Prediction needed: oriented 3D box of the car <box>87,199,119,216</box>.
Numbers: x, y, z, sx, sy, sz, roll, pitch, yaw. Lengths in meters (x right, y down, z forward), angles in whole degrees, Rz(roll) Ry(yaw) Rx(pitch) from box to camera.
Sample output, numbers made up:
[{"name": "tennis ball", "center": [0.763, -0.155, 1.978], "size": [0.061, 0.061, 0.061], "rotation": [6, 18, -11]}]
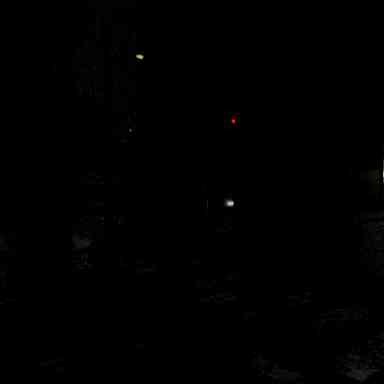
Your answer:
[{"name": "car", "center": [-9.003, 1.503, 33.522], "size": [1.882, 1.535, 5.008], "rotation": [-1, 0, -35]}]
